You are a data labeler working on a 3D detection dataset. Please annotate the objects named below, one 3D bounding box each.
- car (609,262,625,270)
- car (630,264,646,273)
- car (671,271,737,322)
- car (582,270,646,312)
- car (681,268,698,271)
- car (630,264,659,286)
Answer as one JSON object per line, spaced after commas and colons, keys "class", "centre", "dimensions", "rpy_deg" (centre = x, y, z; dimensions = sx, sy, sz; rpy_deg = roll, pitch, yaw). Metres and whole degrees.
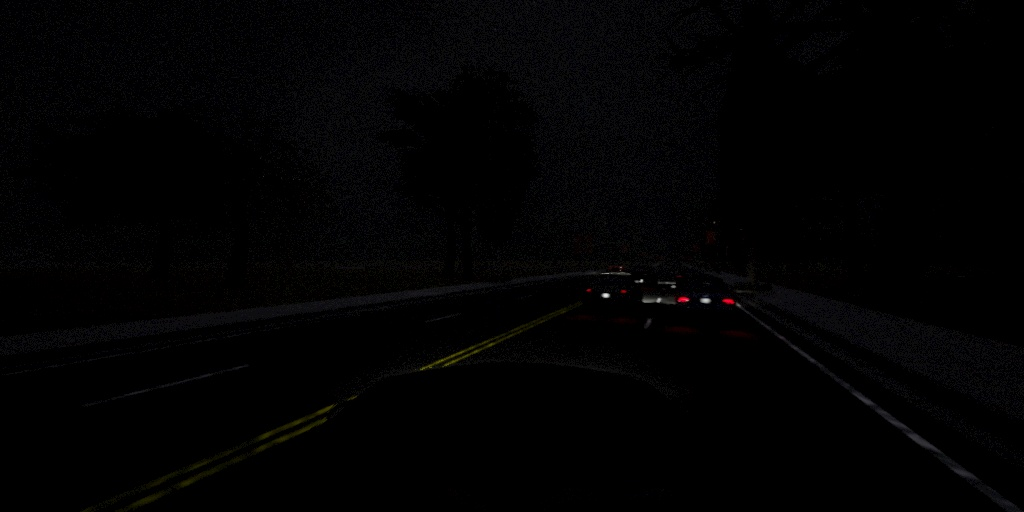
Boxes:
{"class": "car", "centre": [17.354, 1.861, 59.089], "dimensions": [2.097, 1.767, 4.553], "rpy_deg": [0, -1, 25]}
{"class": "car", "centre": [20.269, 1.998, 57.646], "dimensions": [1.837, 1.490, 4.892], "rpy_deg": [0, -2, 25]}
{"class": "car", "centre": [6.944, 1.437, 13.166], "dimensions": [2.033, 1.411, 5.357], "rpy_deg": [0, -1, 25]}
{"class": "car", "centre": [4.396, 1.483, 15.375], "dimensions": [1.994, 1.385, 4.181], "rpy_deg": [0, -1, 25]}
{"class": "car", "centre": [13.675, 1.640, 27.726], "dimensions": [1.994, 1.385, 4.181], "rpy_deg": [0, -1, 25]}
{"class": "car", "centre": [10.688, 1.600, 29.019], "dimensions": [1.837, 1.490, 4.892], "rpy_deg": [0, 0, 25]}
